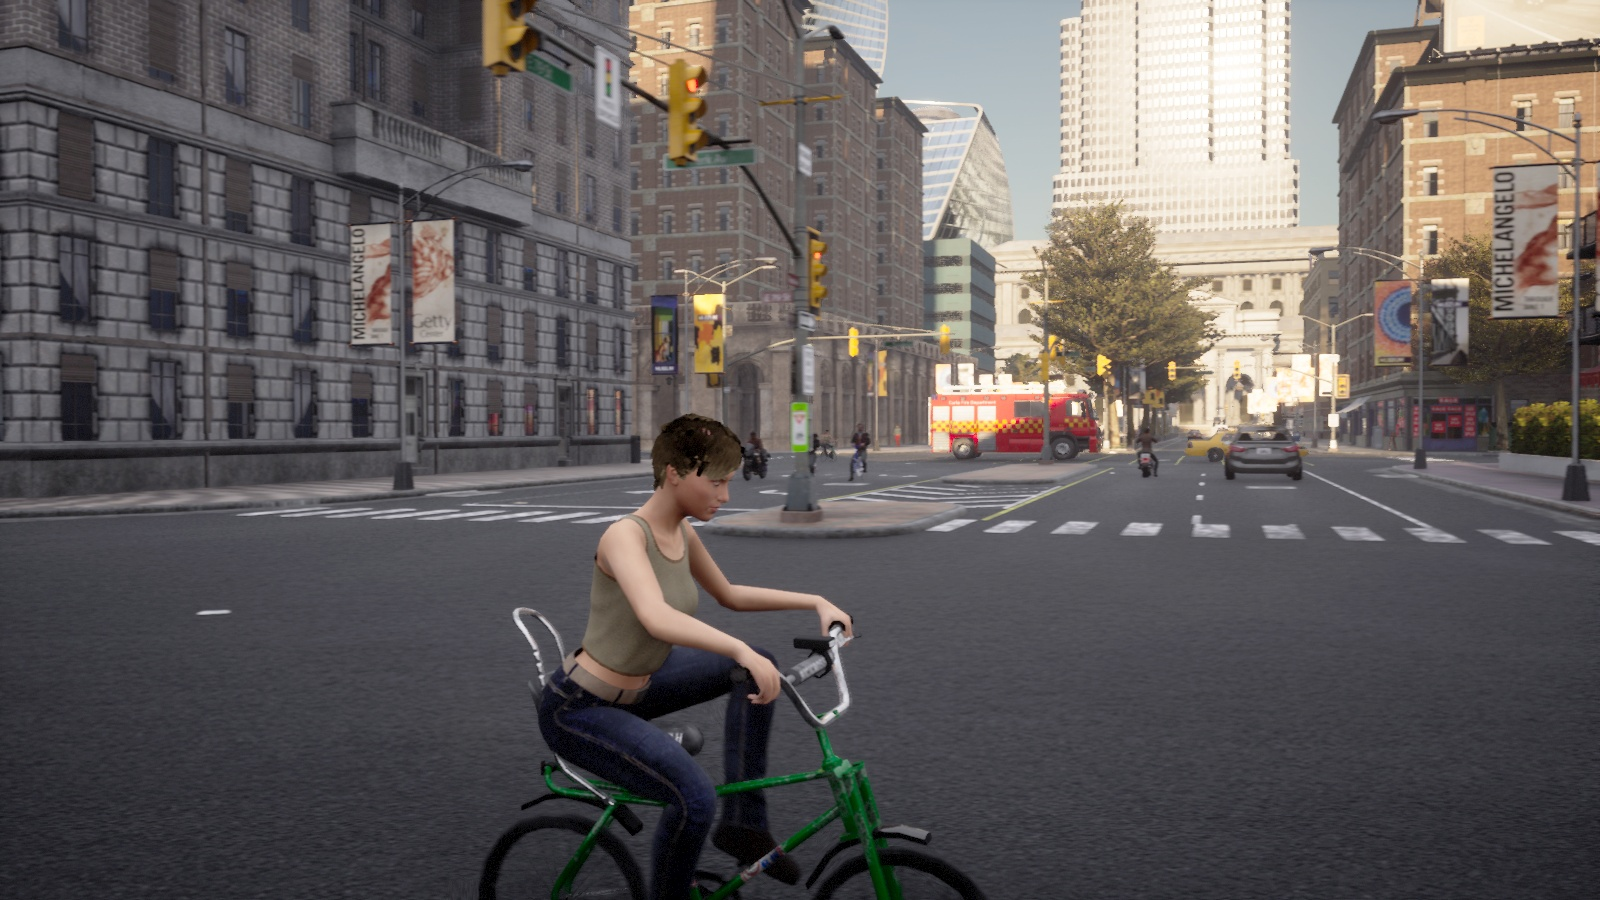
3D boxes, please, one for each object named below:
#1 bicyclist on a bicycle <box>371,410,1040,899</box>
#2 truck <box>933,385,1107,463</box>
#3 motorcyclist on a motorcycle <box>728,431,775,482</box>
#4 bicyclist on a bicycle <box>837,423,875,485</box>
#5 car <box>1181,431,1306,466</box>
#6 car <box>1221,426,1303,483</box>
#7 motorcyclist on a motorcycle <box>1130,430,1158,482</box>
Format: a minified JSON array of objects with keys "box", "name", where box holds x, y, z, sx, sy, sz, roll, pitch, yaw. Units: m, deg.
[{"box":[-0.203,0.710,3.266,1.509,1.612,0.866,1,1,19],"name":"bicyclist on a bicycle"},{"box":[11.294,-1.328,64.440,8.468,3.827,2.891,1,1,18],"name":"truck"},{"box":[-1.483,0.177,39.073,0.797,1.523,2.044,1,1,18],"name":"motorcyclist on a motorcycle"},{"box":[1.673,0.103,37.459,0.659,1.776,1.843,1,1,18],"name":"bicyclist on a bicycle"},{"box":[20.364,-0.085,57.871,5.366,1.575,1.801,1,1,18],"name":"car"},{"box":[14.403,0.094,39.392,2.242,1.667,4.611,1,1,18],"name":"car"},{"box":[11.244,0.163,40.989,0.766,1.649,2.350,1,1,18],"name":"motorcyclist on a motorcycle"}]
